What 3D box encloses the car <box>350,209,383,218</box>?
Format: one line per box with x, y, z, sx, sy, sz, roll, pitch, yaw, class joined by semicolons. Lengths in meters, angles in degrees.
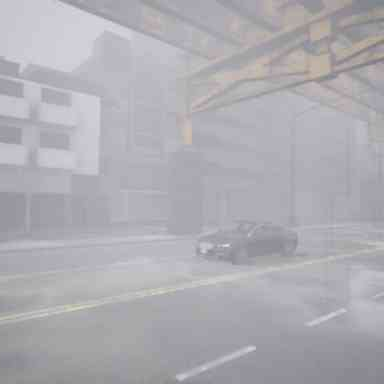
26.940;3.395;51.591;2.038;1.542;4.974;2;-2;-15;car

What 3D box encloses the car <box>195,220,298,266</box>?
2.292;1.902;13.280;4.902;1.511;2.128;3;-2;-40;car

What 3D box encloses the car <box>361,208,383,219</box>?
30.333;3.531;54.014;4.974;1.542;2.038;0;-2;30;car

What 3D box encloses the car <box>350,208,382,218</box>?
26.929;3.239;51.646;1.853;1.218;4.536;2;-2;-15;car

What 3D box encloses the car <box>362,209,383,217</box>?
30.291;3.374;54.044;4.536;1.218;1.853;0;-2;30;car
